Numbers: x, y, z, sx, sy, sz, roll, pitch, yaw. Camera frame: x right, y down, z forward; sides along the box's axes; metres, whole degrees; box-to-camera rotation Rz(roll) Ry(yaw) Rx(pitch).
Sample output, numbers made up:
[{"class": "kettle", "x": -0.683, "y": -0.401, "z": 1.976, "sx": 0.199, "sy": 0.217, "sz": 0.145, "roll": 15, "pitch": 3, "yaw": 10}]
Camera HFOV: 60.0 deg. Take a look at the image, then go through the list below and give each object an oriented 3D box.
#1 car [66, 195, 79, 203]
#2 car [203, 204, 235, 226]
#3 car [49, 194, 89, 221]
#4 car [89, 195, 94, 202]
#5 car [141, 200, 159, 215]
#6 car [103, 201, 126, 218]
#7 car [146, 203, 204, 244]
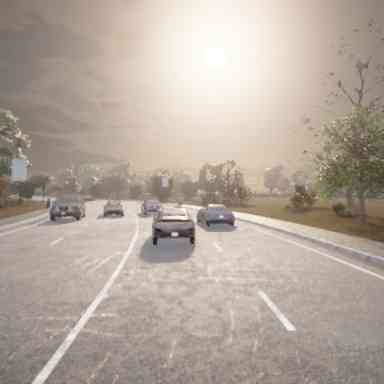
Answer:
[{"class": "car", "x": -23.720, "y": 1.418, "z": 65.895, "sx": 1.882, "sy": 1.535, "sz": 5.008, "roll": 0, "pitch": 0, "yaw": -27}, {"class": "car", "x": 1.551, "y": 1.542, "z": 23.145, "sx": 1.994, "sy": 1.385, "sz": 4.181, "roll": 0, "pitch": 0, "yaw": -9}, {"class": "car", "x": -9.991, "y": 1.211, "z": 27.137, "sx": 2.150, "sy": 2.045, "sz": 5.566, "roll": 0, "pitch": 0, "yaw": -12}, {"class": "car", "x": -22.109, "y": 1.402, "z": 70.304, "sx": 1.882, "sy": 1.535, "sz": 5.008, "roll": 0, "pitch": 0, "yaw": -29}, {"class": "car", "x": -4.149, "y": 1.525, "z": 34.056, "sx": 2.033, "sy": 1.411, "sz": 5.357, "roll": 0, "pitch": 0, "yaw": -14}, {"class": "car", "x": -7.202, "y": 1.530, "z": 30.873, "sx": 2.033, "sy": 1.411, "sz": 5.357, "roll": 0, "pitch": 0, "yaw": -13}, {"class": "car", "x": -0.958, "y": 1.479, "z": 15.766, "sx": 2.128, "sy": 1.511, "sz": 4.902, "roll": 0, "pitch": 0, "yaw": -6}]
